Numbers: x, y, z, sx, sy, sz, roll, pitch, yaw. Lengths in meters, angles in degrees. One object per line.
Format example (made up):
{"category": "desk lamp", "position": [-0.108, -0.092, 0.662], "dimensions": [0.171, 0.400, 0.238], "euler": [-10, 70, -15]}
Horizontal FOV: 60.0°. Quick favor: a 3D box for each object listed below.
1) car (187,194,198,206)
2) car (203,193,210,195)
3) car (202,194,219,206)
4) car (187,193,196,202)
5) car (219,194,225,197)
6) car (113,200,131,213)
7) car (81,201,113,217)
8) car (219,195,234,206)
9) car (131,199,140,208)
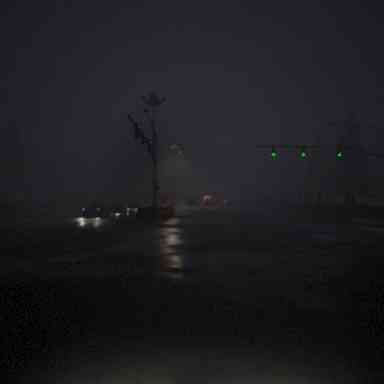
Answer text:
{"category": "car", "position": [0.016, 1.703, 65.845], "dimensions": [2.097, 1.767, 4.553], "euler": [0, 3, 0]}
{"category": "car", "position": [3.364, 1.030, 75.724], "dimensions": [2.097, 1.767, 4.553], "euler": [0, 6, 0]}
{"category": "car", "position": [3.514, 1.852, 65.692], "dimensions": [2.128, 1.511, 4.902], "euler": [0, 3, 0]}
{"category": "car", "position": [-0.137, 1.178, 75.902], "dimensions": [2.128, 1.511, 4.902], "euler": [0, 6, 0]}
{"category": "car", "position": [6.864, 1.198, 75.754], "dimensions": [1.812, 1.442, 4.674], "euler": [0, 6, 0]}
{"category": "car", "position": [-10.596, 2.168, 47.406], "dimensions": [2.033, 1.411, 5.357], "euler": [0, -1, 0]}
{"category": "car", "position": [-10.588, 1.834, 36.777], "dimensions": [2.097, 1.767, 4.553], "euler": [0, -1, 0]}
{"category": "car", "position": [7.016, 1.894, 65.551], "dimensions": [1.812, 1.442, 4.674], "euler": [0, 3, 0]}
{"category": "car", "position": [-10.606, 2.074, 60.829], "dimensions": [1.812, 1.442, 4.674], "euler": [0, 2, 0]}
